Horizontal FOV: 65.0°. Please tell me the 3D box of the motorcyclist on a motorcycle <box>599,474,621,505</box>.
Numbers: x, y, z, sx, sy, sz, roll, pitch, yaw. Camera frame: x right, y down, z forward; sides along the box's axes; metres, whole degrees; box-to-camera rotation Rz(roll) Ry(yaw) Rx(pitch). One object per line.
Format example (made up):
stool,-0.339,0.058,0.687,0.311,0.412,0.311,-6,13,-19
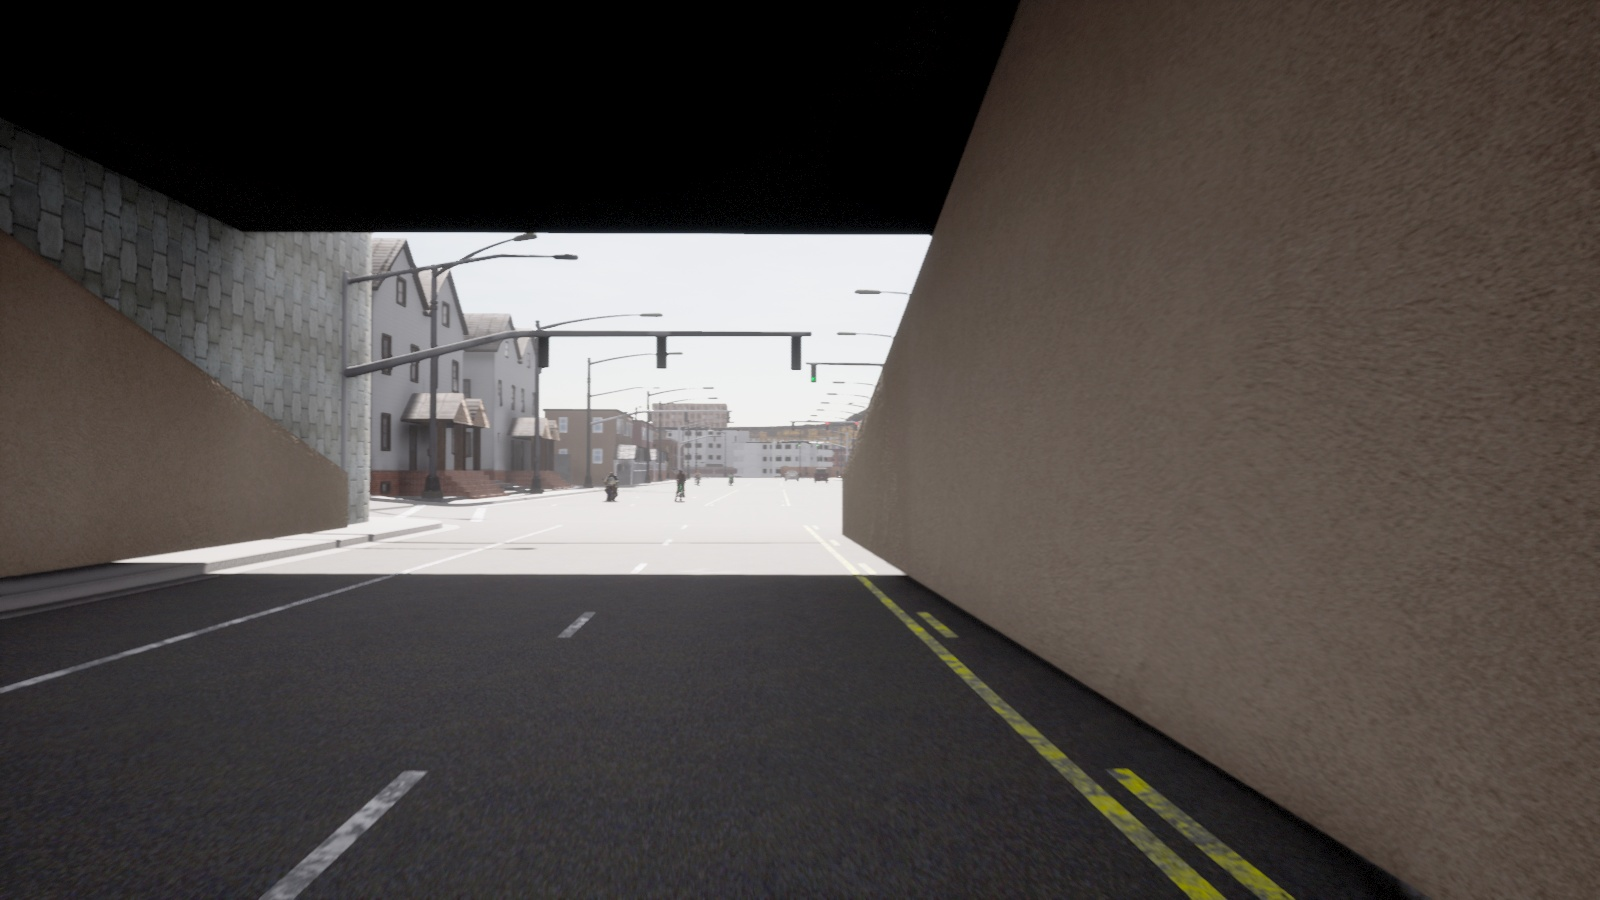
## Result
motorcyclist on a motorcycle,-9.583,1.961,63.492,0.866,1.530,2.191,0,-1,-2
